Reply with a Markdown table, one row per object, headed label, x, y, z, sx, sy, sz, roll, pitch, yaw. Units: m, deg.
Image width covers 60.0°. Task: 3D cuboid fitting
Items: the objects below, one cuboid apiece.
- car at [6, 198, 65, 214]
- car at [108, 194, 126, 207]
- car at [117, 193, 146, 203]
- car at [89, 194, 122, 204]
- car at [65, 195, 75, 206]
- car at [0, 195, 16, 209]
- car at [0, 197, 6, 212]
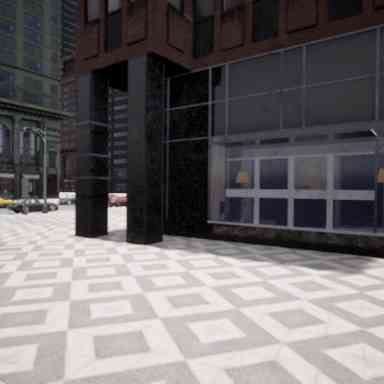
| label | x | y | z | sx | sy | sz | roll | pitch | yaw |
| --- | --- | --- | --- | --- | --- | --- | --- | --- | --- |
| car | -14.611 | 1.261 | 30.936 | 2.008 | 1.369 | 4.403 | 2 | 2 | 36 |
| car | -8.351 | 1.163 | 39.682 | 1.802 | 1.307 | 4.206 | 2 | 2 | 36 |
| car | -9.533 | 0.913 | 52.677 | 1.947 | 1.339 | 4.313 | 2 | 2 | 36 |
| car | -12.562 | 0.978 | 48.446 | 1.947 | 1.339 | 4.313 | 2 | 2 | 36 |
| car | -15.589 | 1.028 | 44.216 | 2.008 | 1.369 | 4.403 | 2 | 2 | 36 |
| car | -21.744 | 1.129 | 35.616 | 1.752 | 1.417 | 4.829 | 2 | 2 | 36 |
| car | -17.742 | 1.337 | 26.562 | 1.947 | 1.339 | 4.313 | 2 | 2 | 36 |
